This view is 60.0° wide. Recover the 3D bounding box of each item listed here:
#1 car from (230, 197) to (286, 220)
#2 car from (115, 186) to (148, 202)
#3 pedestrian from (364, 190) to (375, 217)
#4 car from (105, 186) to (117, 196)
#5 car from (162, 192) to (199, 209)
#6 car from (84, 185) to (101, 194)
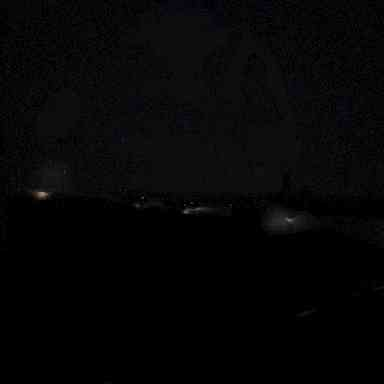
[{"bbox_3d":[4.614,1.096,23.841,1.994,1.385,4.181,-3,4,-34],"label":"car"},{"bbox_3d":[-7.078,0.354,40.392,2.128,1.511,4.902,-3,4,-35],"label":"car"},{"bbox_3d":[12.369,0.773,23.169,0.375,1.860,0.375,-1,1,-35],"label":"pedestrian"},{"bbox_3d":[-12.100,-0.172,52.594,1.837,1.490,4.892,-3,4,-35],"label":"car"},{"bbox_3d":[-1.184,0.762,32.033,1.994,1.385,4.181,-3,4,-35],"label":"car"},{"bbox_3d":[-18.484,-0.497,61.630,1.837,1.490,4.892,-3,4,-35],"label":"car"}]
